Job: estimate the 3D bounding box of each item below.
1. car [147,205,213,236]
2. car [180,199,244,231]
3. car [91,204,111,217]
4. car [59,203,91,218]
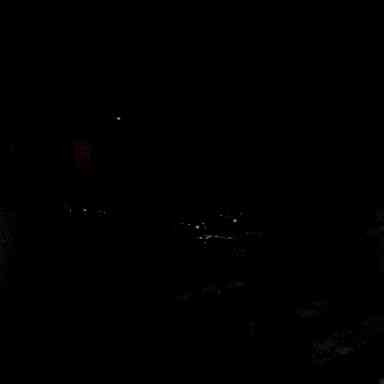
[{"bbox_3d":[-1.108,1.803,20.926,1.837,1.490,4.892,0,-1,-36],"label":"car"},{"bbox_3d":[1.114,1.524,23.396,2.150,2.045,5.566,0,-1,-36],"label":"car"},{"bbox_3d":[-11.660,2.219,40.983,1.837,1.490,4.892,0,-1,-36],"label":"car"},{"bbox_3d":[-13.775,2.058,38.365,2.097,1.767,4.553,0,-1,-36],"label":"car"}]
